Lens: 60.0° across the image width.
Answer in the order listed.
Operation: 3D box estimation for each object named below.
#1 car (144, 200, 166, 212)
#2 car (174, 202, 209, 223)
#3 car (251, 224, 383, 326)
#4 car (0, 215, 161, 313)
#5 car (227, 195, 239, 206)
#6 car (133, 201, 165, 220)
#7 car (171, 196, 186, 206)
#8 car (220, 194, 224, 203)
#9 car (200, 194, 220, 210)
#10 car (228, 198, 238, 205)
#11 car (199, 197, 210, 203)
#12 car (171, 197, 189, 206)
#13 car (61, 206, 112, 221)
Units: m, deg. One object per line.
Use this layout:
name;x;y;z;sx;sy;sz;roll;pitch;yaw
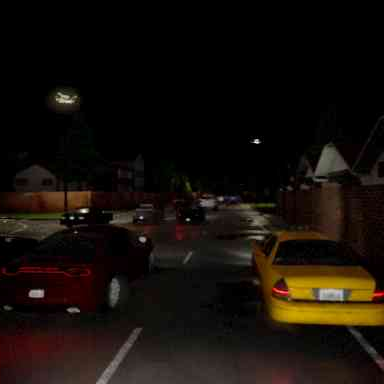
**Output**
car;-4.913;1.850;44.628;1.994;1.385;4.181;-1;0;7
car;-0.005;1.749;26.782;1.895;1.301;4.718;-1;0;7
car;2.320;1.478;7.363;1.801;1.575;5.366;-1;0;7
car;-2.267;1.540;7.945;1.882;1.535;5.008;-1;0;7
car;7.479;1.820;60.598;2.033;1.411;5.357;-1;0;7
car;-3.489;1.704;27.123;1.812;1.442;4.674;-1;0;7
car;-2.606;1.725;63.865;2.097;1.767;4.553;-1;0;7
car;6.770;1.633;84.077;2.150;2.045;5.566;-1;0;7
car;2.388;1.459;46.748;2.150;2.045;5.566;-1;0;7
car;8.162;1.899;66.286;1.895;1.301;4.718;-1;0;7
car;3.183;1.959;83.539;2.128;1.511;4.902;-1;0;7
car;-1.238;1.754;45.877;2.128;1.511;4.902;-1;0;7
car;-7.407;1.739;23.873;2.033;1.411;5.357;-1;0;7
